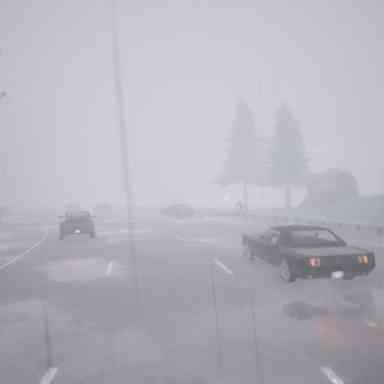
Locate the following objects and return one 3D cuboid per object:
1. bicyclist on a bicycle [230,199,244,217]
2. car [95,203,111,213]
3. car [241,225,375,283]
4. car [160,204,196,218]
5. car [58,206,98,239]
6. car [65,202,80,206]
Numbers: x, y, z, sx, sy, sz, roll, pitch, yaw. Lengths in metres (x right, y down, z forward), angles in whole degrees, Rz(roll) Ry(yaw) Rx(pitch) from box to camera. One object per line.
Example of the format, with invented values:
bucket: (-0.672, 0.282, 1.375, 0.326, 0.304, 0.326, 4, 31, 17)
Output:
bicyclist on a bicycle: (4.589, 1.539, 32.731, 1.656, 1.620, 0.582, 23, -10, -24)
car: (-13.296, 2.272, 49.232, 1.994, 1.385, 4.181, -1, -1, -27)
car: (2.978, 1.633, 9.826, 1.895, 1.301, 4.718, -1, -1, -9)
car: (-1.509, 1.884, 33.997, 2.033, 1.411, 5.357, -1, -1, -29)
car: (-6.815, 1.824, 19.754, 1.837, 1.490, 4.892, 1, -1, -19)
car: (-18.922, 2.328, 52.588, 1.882, 1.535, 5.008, -1, 0, -27)
